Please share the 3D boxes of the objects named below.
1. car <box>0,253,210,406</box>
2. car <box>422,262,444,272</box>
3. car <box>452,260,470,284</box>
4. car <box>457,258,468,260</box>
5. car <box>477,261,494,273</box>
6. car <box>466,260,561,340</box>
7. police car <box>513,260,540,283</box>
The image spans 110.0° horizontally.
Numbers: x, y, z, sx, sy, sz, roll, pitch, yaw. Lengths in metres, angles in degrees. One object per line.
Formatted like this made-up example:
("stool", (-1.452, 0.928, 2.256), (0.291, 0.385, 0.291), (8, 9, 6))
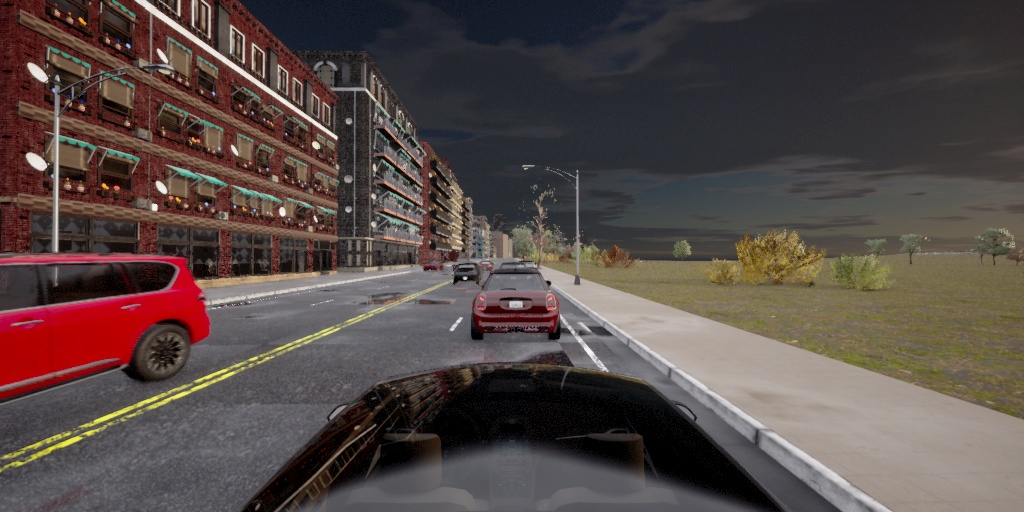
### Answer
("car", (-6.607, 0.973, 4.230), (2.150, 2.045, 5.566), (0, 0, 0))
("car", (-9.907, 1.367, 45.405), (1.895, 1.301, 4.718), (0, 0, 0))
("car", (-3.184, 1.265, 26.796), (1.837, 1.490, 4.892), (0, 0, 0))
("car", (-6.658, 1.119, 47.697), (2.097, 1.767, 4.553), (0, 0, 0))
("car", (-3.205, 1.293, 44.143), (1.812, 1.442, 4.674), (0, -1, 0))
("car", (0.081, 1.106, 10.143), (2.097, 1.767, 4.553), (0, 0, 0))
("police car", (1.100, 1.187, 29.411), (1.930, 1.638, 5.238), (0, 0, 0))
